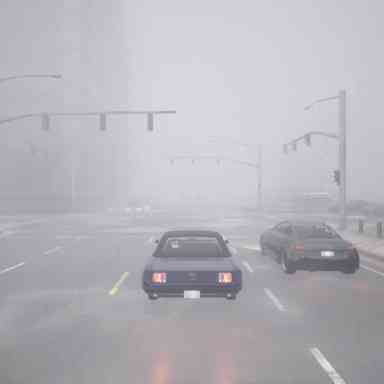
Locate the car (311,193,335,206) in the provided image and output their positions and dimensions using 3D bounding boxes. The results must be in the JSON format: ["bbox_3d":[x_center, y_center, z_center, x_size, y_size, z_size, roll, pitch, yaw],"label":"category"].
[{"bbox_3d":[24.187,1.450,60.050,3.806,1.475,1.970,0,0,0],"label":"car"}]

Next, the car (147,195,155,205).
[{"bbox_3d":[-8.163,1.491,58.190,2.128,1.511,4.902,0,0,-1],"label":"car"}]

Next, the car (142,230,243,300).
[{"bbox_3d":[-0.004,1.601,8.350,1.895,1.301,4.718,0,0,0],"label":"car"}]

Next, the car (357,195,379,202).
[{"bbox_3d":[39.163,1.419,74.182,3.905,1.438,1.784,0,0,0],"label":"car"}]

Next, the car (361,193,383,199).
[{"bbox_3d":[39.119,1.208,71.285,4.605,1.855,1.932,0,0,0],"label":"car"}]

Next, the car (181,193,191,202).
[{"bbox_3d":[-1.339,1.215,76.366,2.150,2.045,5.566,0,0,-1],"label":"car"}]

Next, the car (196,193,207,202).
[{"bbox_3d":[2.161,1.215,76.415,2.150,2.045,5.566,0,0,-1],"label":"car"}]

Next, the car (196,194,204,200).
[{"bbox_3d":[2.014,1.386,86.806,1.812,1.442,4.674,0,0,-1],"label":"car"}]

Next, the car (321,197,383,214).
[{"bbox_3d":[16.543,1.544,34.537,4.902,1.511,2.128,0,0,-1],"label":"car"}]

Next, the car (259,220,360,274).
[{"bbox_3d":[3.470,1.564,10.579,1.994,1.385,4.181,0,0,-1],"label":"car"}]

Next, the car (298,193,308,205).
[{"bbox_3d":[24.097,1.208,65.628,4.605,1.855,1.932,0,0,0],"label":"car"}]

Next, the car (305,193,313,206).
[{"bbox_3d":[24.167,1.419,62.945,3.905,1.438,1.784,0,0,0],"label":"car"}]

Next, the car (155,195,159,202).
[{"bbox_3d":[-8.275,1.354,71.805,2.097,1.767,4.553,0,0,-1],"label":"car"}]

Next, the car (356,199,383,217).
[{"bbox_3d":[18.098,1.619,31.053,4.181,1.385,1.994,0,0,-1],"label":"car"}]

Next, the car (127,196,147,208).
[{"bbox_3d":[-8.025,1.504,47.685,1.837,1.490,4.892,0,0,-1],"label":"car"}]
